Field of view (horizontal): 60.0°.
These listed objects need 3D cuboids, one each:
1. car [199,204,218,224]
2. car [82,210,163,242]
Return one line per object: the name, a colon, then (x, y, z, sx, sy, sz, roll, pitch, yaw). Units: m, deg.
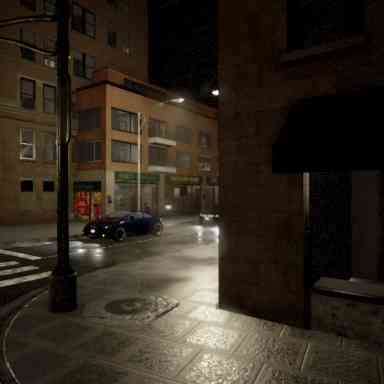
car: (2.374, 1.585, 24.699, 1.812, 1.442, 4.674, 0, 0, 35)
car: (-3.339, 1.599, 16.690, 1.994, 1.385, 4.181, 0, 0, 35)
